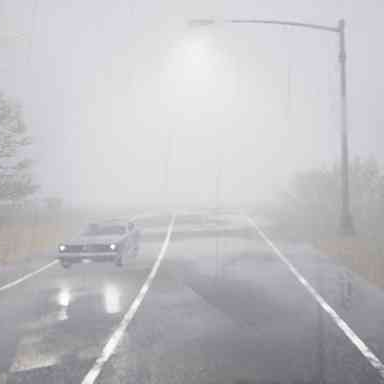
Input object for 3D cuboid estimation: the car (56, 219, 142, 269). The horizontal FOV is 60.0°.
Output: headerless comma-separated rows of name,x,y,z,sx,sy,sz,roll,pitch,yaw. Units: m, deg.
car,-3.002,1.665,11.699,1.895,1.301,4.718,-1,0,0
